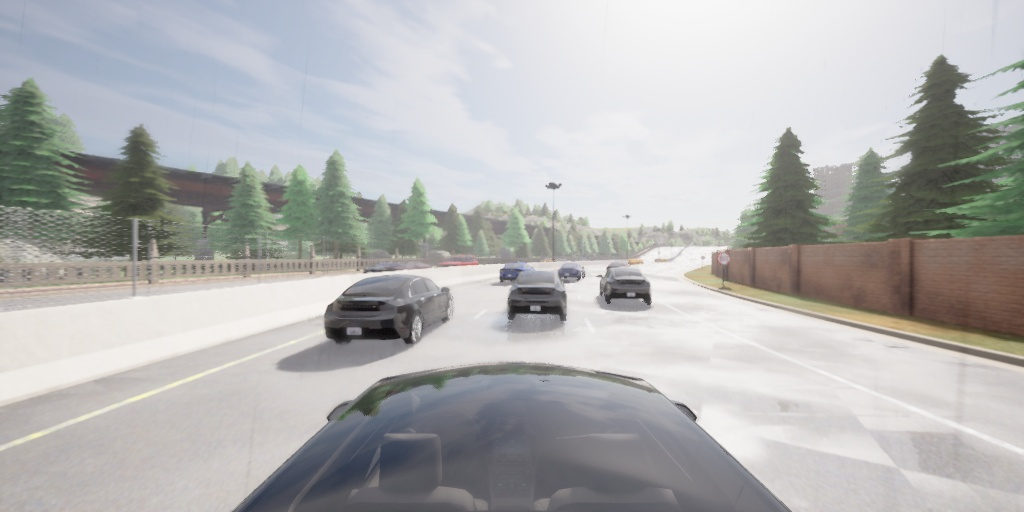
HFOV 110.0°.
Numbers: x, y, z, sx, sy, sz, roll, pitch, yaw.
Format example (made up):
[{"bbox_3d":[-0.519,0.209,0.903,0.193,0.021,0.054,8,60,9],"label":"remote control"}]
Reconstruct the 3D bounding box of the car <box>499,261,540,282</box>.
[{"bbox_3d":[0.506,1.213,27.431,1.882,1.535,5.008,0,0,16],"label":"car"}]

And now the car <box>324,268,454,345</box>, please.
[{"bbox_3d":[-2.896,1.237,9.463,1.837,1.490,4.892,0,0,5],"label":"car"}]

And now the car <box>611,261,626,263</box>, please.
[{"bbox_3d":[10.126,1.251,33.914,1.882,1.535,5.008,0,0,22],"label":"car"}]

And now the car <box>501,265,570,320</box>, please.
[{"bbox_3d":[0.980,1.252,12.678,1.837,1.490,4.892,0,0,7],"label":"car"}]

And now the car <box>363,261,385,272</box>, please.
[{"bbox_3d":[-12.068,1.222,34.893,2.033,1.411,5.357,0,0,18],"label":"car"}]

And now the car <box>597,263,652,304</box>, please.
[{"bbox_3d":[5.092,1.268,16.467,1.837,1.490,4.892,0,0,10],"label":"car"}]

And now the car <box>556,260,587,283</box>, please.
[{"bbox_3d":[5.056,1.279,30.304,1.812,1.442,4.674,0,0,18],"label":"car"}]

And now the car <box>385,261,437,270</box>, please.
[{"bbox_3d":[-9.092,1.215,32.599,1.812,1.442,4.674,0,0,18],"label":"car"}]

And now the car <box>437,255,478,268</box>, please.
[{"bbox_3d":[-5.069,0.929,33.738,2.150,2.045,5.566,0,0,19],"label":"car"}]
